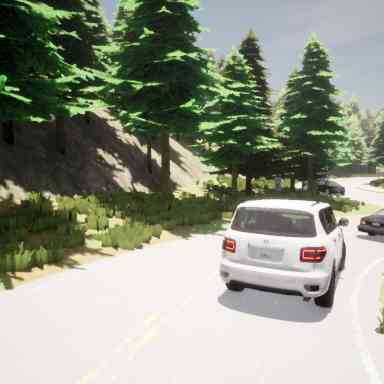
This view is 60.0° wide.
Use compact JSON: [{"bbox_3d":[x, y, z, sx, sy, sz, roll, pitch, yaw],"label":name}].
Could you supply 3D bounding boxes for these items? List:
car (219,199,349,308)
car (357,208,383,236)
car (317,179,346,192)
[{"bbox_3d":[2.551,1.199,8.370,2.150,2.045,5.566,3,2,27],"label":"car"},{"bbox_3d":[10.134,1.412,15.820,5.357,1.411,2.033,-1,5,-32],"label":"car"},{"bbox_3d":[16.076,-0.556,38.921,1.882,1.535,5.008,-1,5,-2],"label":"car"}]
